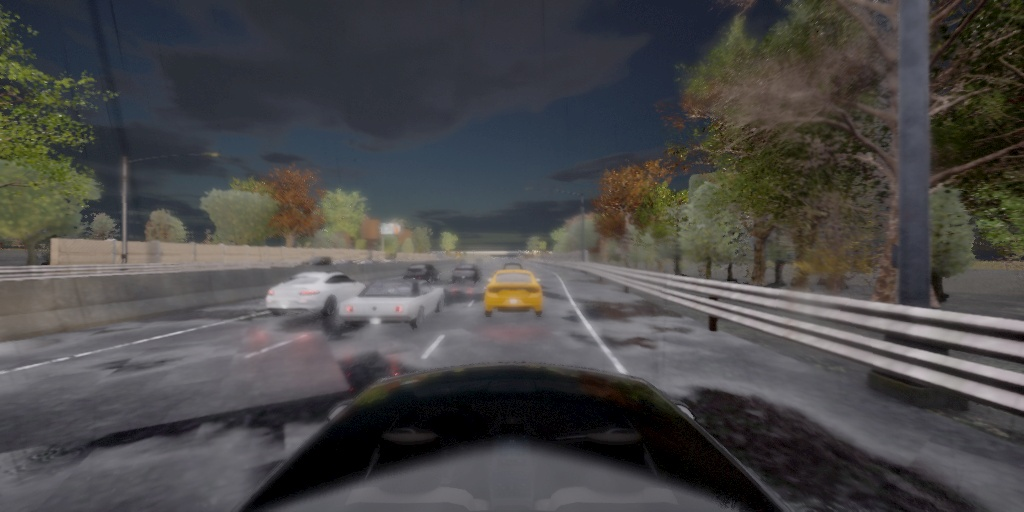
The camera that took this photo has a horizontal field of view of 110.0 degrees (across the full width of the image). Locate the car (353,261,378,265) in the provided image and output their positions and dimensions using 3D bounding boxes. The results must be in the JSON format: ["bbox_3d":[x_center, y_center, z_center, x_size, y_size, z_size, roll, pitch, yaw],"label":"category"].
[{"bbox_3d":[-21.030,1.448,53.329,2.033,1.411,5.357,0,0,1],"label":"car"}]

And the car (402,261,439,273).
[{"bbox_3d":[-6.919,1.323,27.823,1.837,1.490,4.892,0,0,0],"label":"car"}]

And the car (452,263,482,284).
[{"bbox_3d":[-3.420,1.309,27.735,2.128,1.511,4.902,0,0,0],"label":"car"}]

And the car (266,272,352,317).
[{"bbox_3d":[-6.923,1.303,13.263,1.812,1.442,4.674,0,0,0],"label":"car"}]

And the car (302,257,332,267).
[{"bbox_3d":[-28.032,1.117,52.065,2.150,2.045,5.566,0,0,0],"label":"car"}]

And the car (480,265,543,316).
[{"bbox_3d":[0.077,1.256,13.452,1.882,1.535,5.008,0,-1,1],"label":"car"}]

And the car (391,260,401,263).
[{"bbox_3d":[-17.537,1.395,54.028,2.128,1.511,4.902,0,0,0],"label":"car"}]

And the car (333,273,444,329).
[{"bbox_3d":[-3.433,1.374,11.296,1.895,1.301,4.718,0,0,0],"label":"car"}]

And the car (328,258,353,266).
[{"bbox_3d":[-24.527,1.448,53.235,2.033,1.411,5.357,0,0,1],"label":"car"}]
